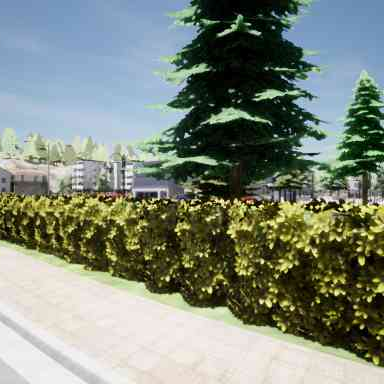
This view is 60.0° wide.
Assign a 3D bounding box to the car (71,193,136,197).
[{"bbox_3d":[-8.090,1.221,31.073,2.150,2.045,5.566,0,0,44],"label":"car"}]

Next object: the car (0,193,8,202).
[{"bbox_3d":[-41.776,1.097,70.250,1.932,1.855,4.605,0,0,44],"label":"car"}]

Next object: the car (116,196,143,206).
[{"bbox_3d":[-10.068,1.384,53.349,1.970,1.475,3.806,0,0,44],"label":"car"}]

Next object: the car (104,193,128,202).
[{"bbox_3d":[-15.867,1.097,69.687,1.932,1.855,4.605,0,0,44],"label":"car"}]

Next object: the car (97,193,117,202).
[{"bbox_3d":[-18.225,1.077,71.435,1.905,1.878,3.866,0,0,44],"label":"car"}]

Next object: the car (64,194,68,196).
[{"bbox_3d":[-27.333,1.154,80.420,2.152,1.636,5.027,0,0,44],"label":"car"}]
